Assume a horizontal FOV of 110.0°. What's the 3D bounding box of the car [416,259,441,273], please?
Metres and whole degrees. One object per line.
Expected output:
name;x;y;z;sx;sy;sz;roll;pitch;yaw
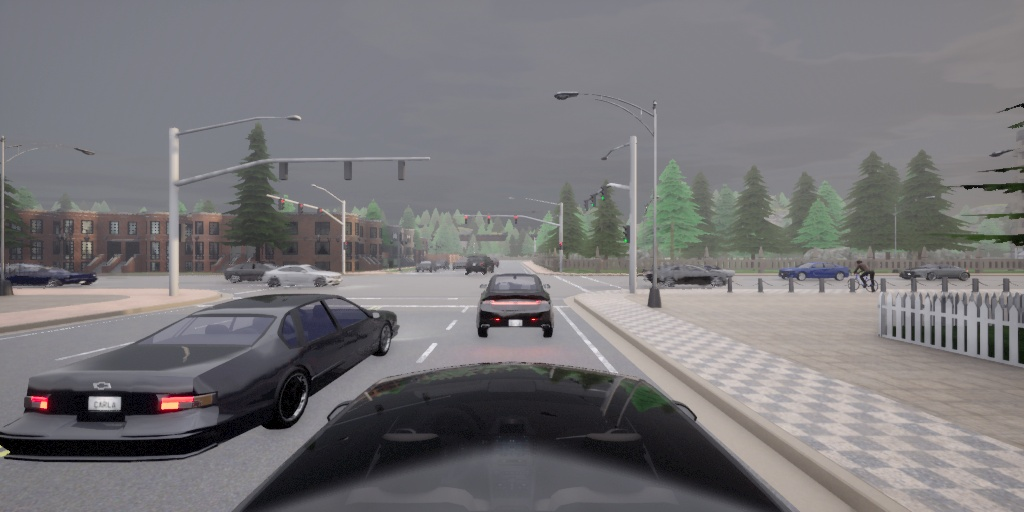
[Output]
car;-10.557;1.276;44.543;1.812;1.442;4.674;0;0;0

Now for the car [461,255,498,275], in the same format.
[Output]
car;-3.401;0.971;38.478;2.150;2.045;5.566;1;0;8

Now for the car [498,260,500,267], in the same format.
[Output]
car;-3.361;1.102;64.316;2.097;1.767;4.553;0;0;0

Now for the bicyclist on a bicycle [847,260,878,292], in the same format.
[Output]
bicyclist on a bicycle;18.260;1.052;18.693;0.582;1.620;1.656;0;0;0

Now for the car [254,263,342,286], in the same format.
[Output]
car;-13.343;1.275;22.926;4.674;1.442;1.812;0;0;0

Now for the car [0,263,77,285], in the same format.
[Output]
car;-35.107;1.275;25.927;4.674;1.442;1.812;0;0;-7

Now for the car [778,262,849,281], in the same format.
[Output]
car;24.872;1.228;29.664;5.008;1.535;1.882;0;0;0

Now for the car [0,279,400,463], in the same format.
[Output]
car;-3.434;1.297;5.552;2.033;1.411;5.357;0;0;1

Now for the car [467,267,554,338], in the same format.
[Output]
car;0.087;1.242;10.217;2.128;1.511;4.902;0;0;0

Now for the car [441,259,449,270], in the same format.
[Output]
car;-10.554;1.241;53.651;2.128;1.511;4.902;0;0;0

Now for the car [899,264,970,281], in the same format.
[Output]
car;34.847;1.314;29.636;4.181;1.385;1.994;0;0;1

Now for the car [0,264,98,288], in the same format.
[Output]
car;-29.614;1.351;22.806;4.718;1.301;1.895;0;0;-2

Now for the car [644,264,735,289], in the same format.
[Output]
car;10.885;1.241;22.501;4.902;1.511;2.128;0;0;0

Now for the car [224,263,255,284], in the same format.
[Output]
car;-18.388;1.255;26.516;4.892;1.490;1.837;0;0;-2

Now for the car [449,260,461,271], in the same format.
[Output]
car;-7.063;1.255;49.960;1.837;1.490;4.892;0;0;0

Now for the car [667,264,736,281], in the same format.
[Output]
car;15.581;1.351;29.681;4.718;1.301;1.895;0;0;0
